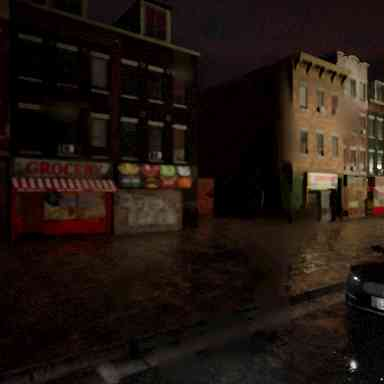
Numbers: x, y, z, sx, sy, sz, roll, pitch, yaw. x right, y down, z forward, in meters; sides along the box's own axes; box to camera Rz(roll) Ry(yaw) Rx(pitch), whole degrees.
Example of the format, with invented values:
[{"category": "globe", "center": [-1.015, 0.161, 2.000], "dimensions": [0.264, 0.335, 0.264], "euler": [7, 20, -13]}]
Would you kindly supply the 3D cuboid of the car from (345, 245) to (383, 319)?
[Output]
[{"category": "car", "center": [4.991, 1.499, 6.623], "dimensions": [4.902, 1.511, 2.128], "euler": [0, 0, -35]}]
